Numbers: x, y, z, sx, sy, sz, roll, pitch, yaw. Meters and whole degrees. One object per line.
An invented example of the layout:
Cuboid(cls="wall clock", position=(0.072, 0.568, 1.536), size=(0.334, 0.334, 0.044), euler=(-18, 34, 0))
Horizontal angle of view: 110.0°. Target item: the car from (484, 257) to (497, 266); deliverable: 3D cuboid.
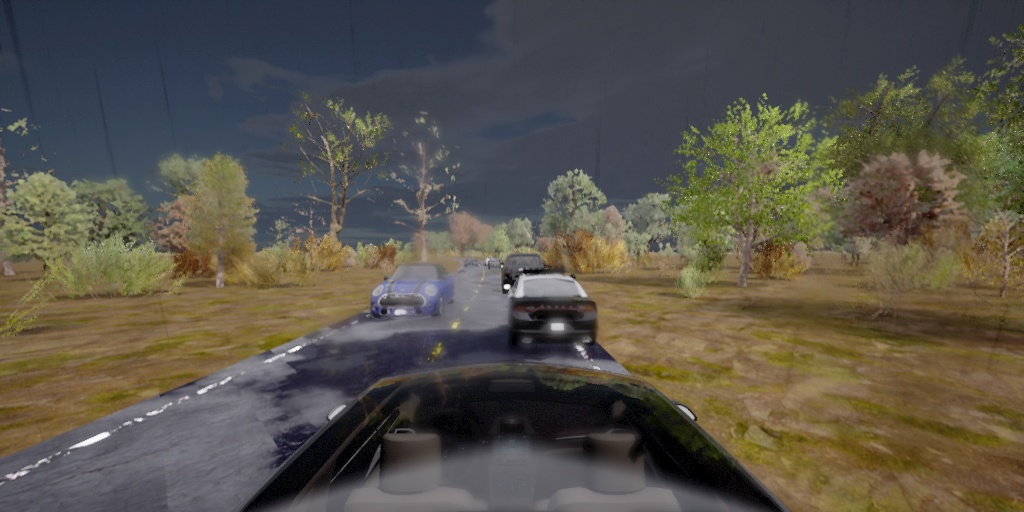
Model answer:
Cuboid(cls="car", position=(-3.594, 0.927, 59.862), size=(1.812, 1.442, 4.674), euler=(0, 0, -8))

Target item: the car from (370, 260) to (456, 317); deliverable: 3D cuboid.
Cuboid(cls="car", position=(-3.289, 1.035, 12.685), size=(2.097, 1.767, 4.553), euler=(0, 0, -2))

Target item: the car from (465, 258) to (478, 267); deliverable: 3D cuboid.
Cuboid(cls="car", position=(-6.256, 0.992, 55.686), size=(1.994, 1.385, 4.181), euler=(0, 0, -6))

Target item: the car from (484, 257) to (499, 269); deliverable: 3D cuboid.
Cuboid(cls="car", position=(-2.313, 0.961, 48.064), size=(2.128, 1.511, 4.902), euler=(0, 0, -5))

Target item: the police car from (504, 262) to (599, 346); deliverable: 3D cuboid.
Cuboid(cls="police car", position=(0.819, 1.128, 9.413), size=(1.930, 1.638, 5.238), euler=(0, 0, -1))

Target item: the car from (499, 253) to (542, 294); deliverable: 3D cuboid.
Cuboid(cls="car", position=(0.530, 0.865, 19.376), size=(2.150, 2.045, 5.566), euler=(0, 0, -2))
